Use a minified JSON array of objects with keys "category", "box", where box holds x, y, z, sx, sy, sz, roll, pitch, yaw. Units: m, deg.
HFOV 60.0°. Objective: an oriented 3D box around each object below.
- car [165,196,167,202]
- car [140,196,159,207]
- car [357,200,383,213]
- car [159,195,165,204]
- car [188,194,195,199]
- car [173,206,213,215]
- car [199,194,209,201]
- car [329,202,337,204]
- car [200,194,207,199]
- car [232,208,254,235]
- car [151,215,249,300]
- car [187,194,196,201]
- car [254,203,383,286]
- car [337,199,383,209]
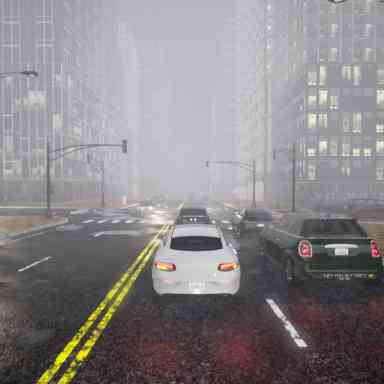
[{"category":"car","box":[-6.686,1.411,73.590,1.882,1.535,5.008,0,0,0]},{"category":"car","box":[-6.718,1.526,50.850,1.994,1.385,4.181,0,0,0]},{"category":"car","box":[21.715,1.641,37.974,4.829,1.417,1.752,1,0,1]},{"category":"car","box":[-6.719,1.426,61.856,1.882,1.535,5.008,0,0,0]},{"category":"car","box":[-0.228,1.216,90.840,1.882,1.535,5.008,0,0,0]},{"category":"car","box":[0.057,1.495,17.507,1.837,1.490,4.892,0,0,0]},{"category":"car","box":[3.049,1.392,80.430,1.882,1.535,5.008,0,0,0]},{"category":"car","box":[15.066,1.701,35.460,4.718,1.301,1.895,0,1,0]},{"category":"car","box":[3.022,1.262,90.848,1.812,1.442,4.674,0,0,0]},{"category":"car","box":[3.304,1.554,17.921,1.994,1.385,4.181,0,0,0]},{"category":"car","box":[0.081,1.522,8.258,1.812,1.442,4.674,0,0,0]},{"category":"car","box":[-0.202,1.414,80.423,1.837,1.490,4.892,0,0,0]},{"category":"car","box":[3.327,1.348,9.534,2.097,1.767,4.553,0,0,0]},{"category":"car","box":[16.127,1.518,29.674,5.009,1.841,2.192,1,0,1]}]
